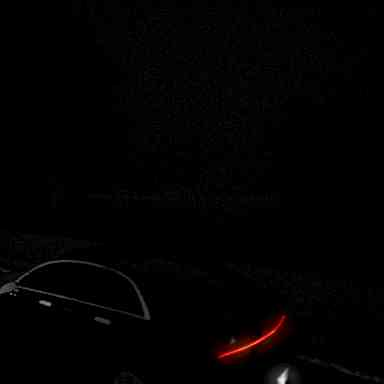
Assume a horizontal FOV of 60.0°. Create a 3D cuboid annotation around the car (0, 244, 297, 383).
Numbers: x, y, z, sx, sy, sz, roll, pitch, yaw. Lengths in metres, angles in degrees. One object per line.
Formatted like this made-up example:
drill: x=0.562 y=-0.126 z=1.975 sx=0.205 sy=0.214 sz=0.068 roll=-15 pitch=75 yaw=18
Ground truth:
car: x=-1.136 y=1.480 z=4.488 sx=4.892 sy=1.490 sz=1.837 roll=0 pitch=0 yaw=36
